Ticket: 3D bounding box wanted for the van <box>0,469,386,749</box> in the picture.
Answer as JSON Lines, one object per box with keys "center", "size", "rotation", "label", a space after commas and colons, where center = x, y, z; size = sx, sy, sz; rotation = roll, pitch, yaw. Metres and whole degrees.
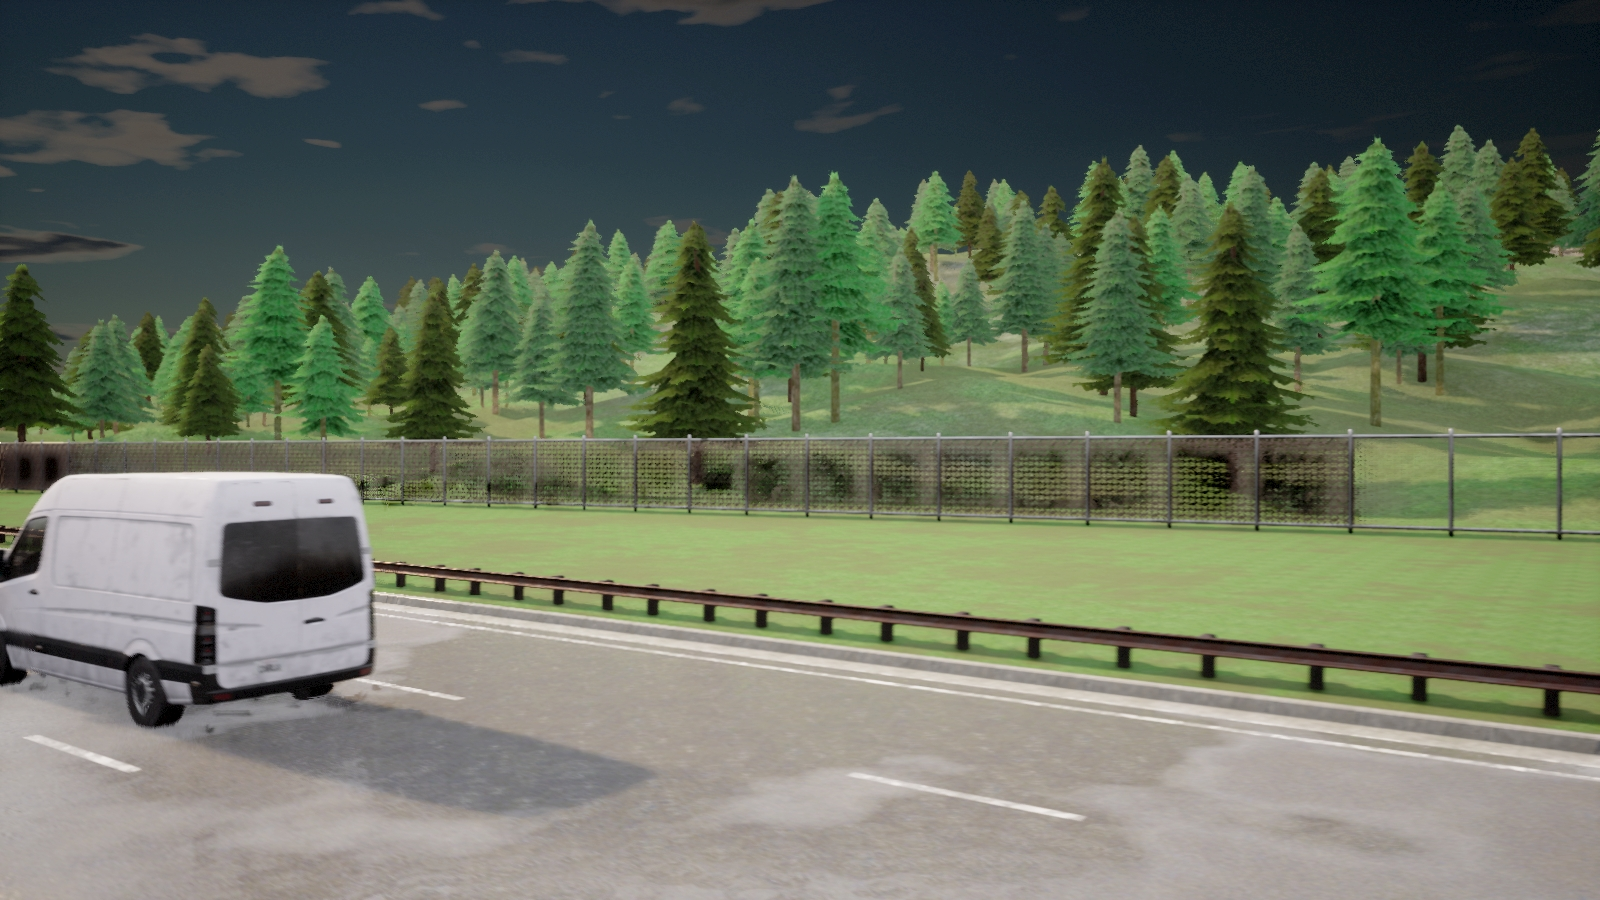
{"center": [-7.493, 1.539, 13.296], "size": [5.915, 2.561, 1.988], "rotation": [0, 0, 35], "label": "van"}
